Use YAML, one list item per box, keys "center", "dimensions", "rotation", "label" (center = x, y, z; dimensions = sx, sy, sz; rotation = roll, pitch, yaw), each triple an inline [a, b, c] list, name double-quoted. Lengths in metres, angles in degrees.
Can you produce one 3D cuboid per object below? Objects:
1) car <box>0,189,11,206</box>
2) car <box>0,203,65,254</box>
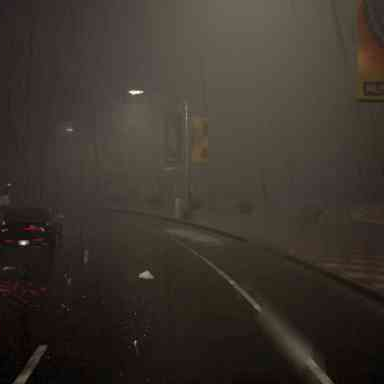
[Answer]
- center: [-18.852, 0.763, 30.751]
  dimensions: [5.566, 2.045, 2.150]
  rotation: [1, 1, 39]
  label: "car"
- center: [-6.076, 1.305, 12.748]
  dimensions: [1.837, 1.490, 4.892]
  rotation: [0, 1, -19]
  label: "car"
